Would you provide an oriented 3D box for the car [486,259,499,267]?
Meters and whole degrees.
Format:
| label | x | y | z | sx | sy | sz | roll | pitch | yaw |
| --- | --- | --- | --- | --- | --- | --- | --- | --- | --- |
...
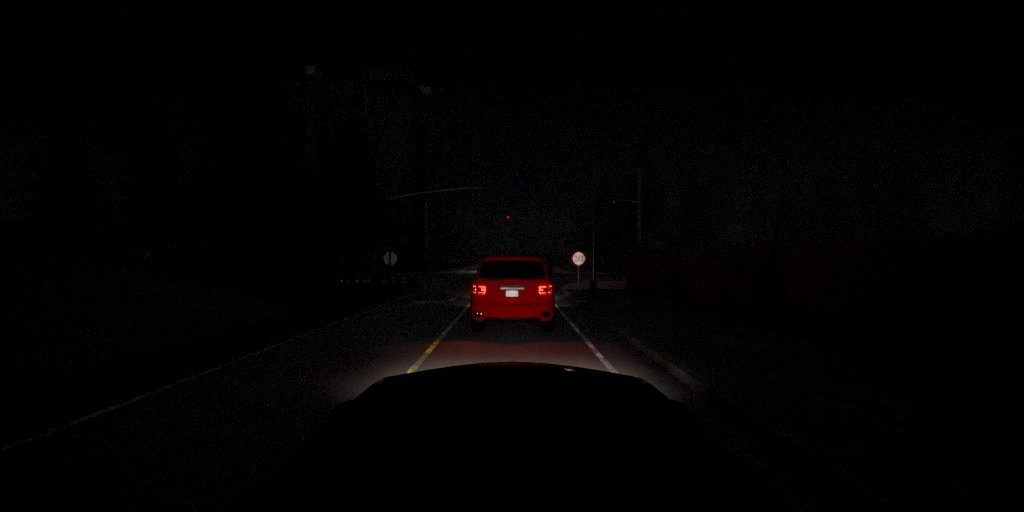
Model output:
| label | x | y | z | sx | sy | sz | roll | pitch | yaw |
| --- | --- | --- | --- | --- | --- | --- | --- | --- | --- |
| car | -3.500 | 1.311 | 65.333 | 1.994 | 1.385 | 4.181 | 0 | 0 | 0 |

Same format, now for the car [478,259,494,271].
| label | x | y | z | sx | sy | sz | roll | pitch | yaw |
| --- | --- | --- | --- | --- | --- | --- | --- | --- | --- |
| car | -3.550 | 1.226 | 50.075 | 1.882 | 1.535 | 5.008 | 0 | 0 | 0 |

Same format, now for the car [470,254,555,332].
| label | x | y | z | sx | sy | sz | roll | pitch | yaw |
| --- | --- | --- | --- | --- | --- | --- | --- | --- | --- |
| car | 0.050 | 0.971 | 11.027 | 2.150 | 2.045 | 5.566 | 0 | 0 | 1 |
